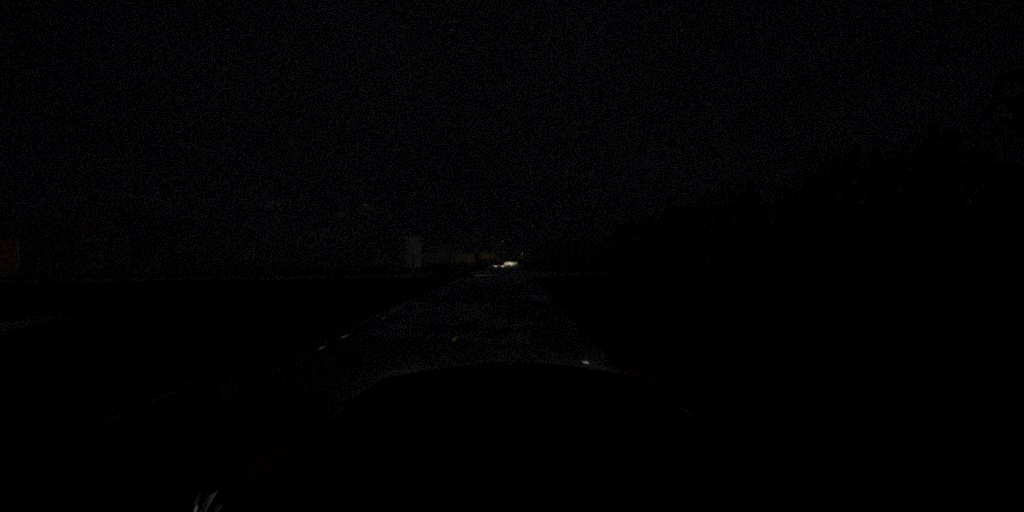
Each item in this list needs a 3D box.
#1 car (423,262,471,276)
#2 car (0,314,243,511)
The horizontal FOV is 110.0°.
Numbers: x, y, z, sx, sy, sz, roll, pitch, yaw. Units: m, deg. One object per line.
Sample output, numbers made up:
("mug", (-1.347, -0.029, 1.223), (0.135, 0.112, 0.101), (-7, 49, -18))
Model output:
("car", (-6.768, 1.348, 37.483), (4.892, 1.490, 1.837), (-1, 0, 0))
("car", (-2.850, 1.105, 0.451), (2.097, 1.767, 4.553), (0, 0, 0))
